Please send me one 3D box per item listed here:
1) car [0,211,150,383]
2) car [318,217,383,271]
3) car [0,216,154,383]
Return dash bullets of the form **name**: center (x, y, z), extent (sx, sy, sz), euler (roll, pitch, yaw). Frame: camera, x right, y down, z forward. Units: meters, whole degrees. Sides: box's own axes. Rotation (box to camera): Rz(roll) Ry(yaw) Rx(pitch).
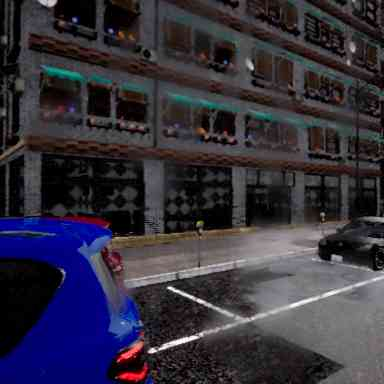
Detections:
- **car**: center (-3.280, 1.317, 4.200), extent (5.009, 1.841, 2.192), euler (0, 1, -35)
- **car**: center (5.919, 1.516, 10.767), extent (4.313, 1.339, 1.947), euler (0, 1, -35)
- **car**: center (-2.828, 1.229, 1.362), extent (5.566, 2.045, 2.150), euler (0, 0, -36)
